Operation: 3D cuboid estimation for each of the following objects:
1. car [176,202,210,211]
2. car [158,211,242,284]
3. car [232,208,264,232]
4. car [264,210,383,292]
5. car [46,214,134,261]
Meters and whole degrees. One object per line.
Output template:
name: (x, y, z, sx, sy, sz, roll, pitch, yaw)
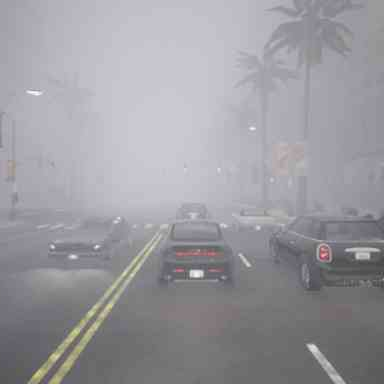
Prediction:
car: (0.064, 1.395, 20.947, 2.097, 1.767, 4.553, 0, 0, -1)
car: (0.096, 1.526, 9.622, 1.837, 1.490, 4.892, 0, 0, 0)
car: (3.592, 1.644, 20.300, 1.895, 1.301, 4.718, 0, 0, 0)
car: (3.595, 1.371, 9.124, 2.097, 1.767, 4.553, 0, 0, 0)
car: (-3.511, 1.574, 12.665, 2.033, 1.411, 5.357, 0, 0, 1)
